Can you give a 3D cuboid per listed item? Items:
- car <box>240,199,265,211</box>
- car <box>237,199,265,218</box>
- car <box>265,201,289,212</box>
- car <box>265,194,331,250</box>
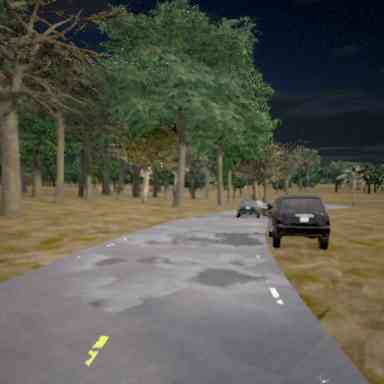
[{"bbox_3d":[8.025,1.729,43.889,1.994,1.385,4.181,1,0,28],"label":"car"},{"bbox_3d":[5.792,1.458,31.524,2.097,1.767,4.553,1,0,23],"label":"car"},{"bbox_3d":[11.112,1.835,43.248,1.895,1.301,4.718,1,0,29],"label":"car"},{"bbox_3d":[4.643,1.128,15.031,2.150,2.045,5.566,1,0,10],"label":"car"}]
